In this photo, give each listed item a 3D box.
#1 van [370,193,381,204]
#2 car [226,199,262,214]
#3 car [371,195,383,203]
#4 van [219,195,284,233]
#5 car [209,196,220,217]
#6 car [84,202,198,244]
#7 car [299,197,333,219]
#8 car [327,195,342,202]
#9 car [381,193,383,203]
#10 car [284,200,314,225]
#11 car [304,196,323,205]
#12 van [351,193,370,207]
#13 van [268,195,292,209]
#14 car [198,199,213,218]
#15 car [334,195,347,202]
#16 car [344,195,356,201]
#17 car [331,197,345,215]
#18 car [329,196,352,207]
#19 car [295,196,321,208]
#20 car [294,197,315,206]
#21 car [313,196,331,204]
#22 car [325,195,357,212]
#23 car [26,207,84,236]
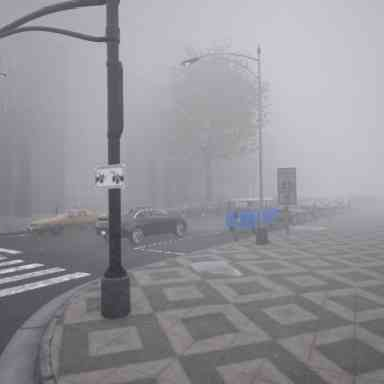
[{"bbox_3d":[28.703,1.102,53.524,1.690,1.788,3.998,-1,-1,36],"label":"van"},{"bbox_3d":[5.695,1.529,36.148,2.008,1.369,4.403,-1,0,36],"label":"car"},{"bbox_3d":[35.032,1.304,62.309,1.947,1.339,4.313,-1,-1,36],"label":"car"},{"bbox_3d":[3.401,1.212,18.379,1.690,1.788,3.998,-1,0,36],"label":"van"},{"bbox_3d":[2.601,1.307,31.857,2.192,1.841,5.009,-1,0,36],"label":"car"},{"bbox_3d":[-2.156,1.429,15.387,2.128,1.511,4.902,-1,-1,36],"label":"car"},{"bbox_3d":[9.729,1.385,27.163,1.887,1.381,4.507,-1,0,36],"label":"car"},{"bbox_3d":[30.004,1.432,69.914,2.008,1.369,4.403,-1,-1,36],"label":"car"},{"bbox_3d":[31.968,1.274,58.053,1.752,1.417,4.829,-1,-1,36],"label":"car"},{"bbox_3d":[6.566,1.422,22.770,1.947,1.339,4.313,-1,0,36],"label":"car"},{"bbox_3d":[21.046,1.440,57.472,1.752,1.417,4.829,-1,-1,36],"label":"car"},{"bbox_3d":[22.378,1.127,44.737,1.690,1.788,3.998,-1,0,36],"label":"van"},{"bbox_3d":[11.872,1.292,44.734,1.690,1.788,3.998,-1,0,36],"label":"van"},{"bbox_3d":[-0.486,1.552,27.563,1.887,1.381,4.507,-1,0,36],"label":"car"},{"bbox_3d":[33.185,1.415,74.332,1.887,1.381,4.507,-1,-1,36],"label":"car"},{"bbox_3d":[39.547,1.401,83.169,2.008,1.369,4.403,-1,-1,36],"label":"car"},{"bbox_3d":[12.892,1.408,31.557,1.802,1.307,4.206,-1,0,36],"label":"car"},{"bbox_3d":[21.819,1.376,48.686,2.033,1.411,5.357,-1,-1,36],"label":"car"},{"bbox_3d":[15.976,1.386,45.707,2.128,1.511,4.902,-1,-1,36],"label":"car"},{"bbox_3d":[18.055,1.492,53.317,1.947,1.339,4.313,-1,0,36],"label":"car"},{"bbox_3d":[24.236,1.453,61.902,2.008,1.369,4.403,-1,-1,36],"label":"car"},{"bbox_3d":[16.055,1.363,35.950,2.008,1.369,4.403,-1,0,36],"label":"car"},{"bbox_3d":[-6.772,1.564,18.843,1.752,1.417,4.829,-1,0,36],"label":"car"}]
